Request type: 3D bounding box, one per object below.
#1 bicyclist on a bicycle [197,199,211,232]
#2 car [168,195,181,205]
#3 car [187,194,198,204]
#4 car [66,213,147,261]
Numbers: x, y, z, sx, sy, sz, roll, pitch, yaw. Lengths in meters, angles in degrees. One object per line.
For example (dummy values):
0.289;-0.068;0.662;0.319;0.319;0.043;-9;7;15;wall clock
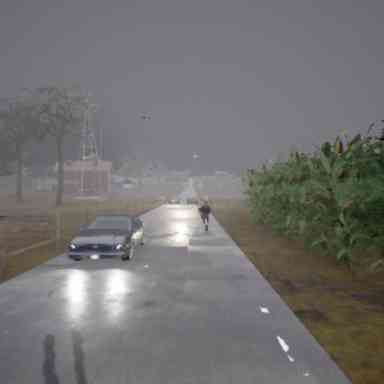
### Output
0.746;1.328;18.157;0.659;1.776;1.843;0;0;0;bicyclist on a bicycle
-2.843;1.291;54.232;2.128;1.511;4.902;0;0;0;car
0.061;1.279;55.861;2.128;1.511;4.902;0;0;0;car
-2.856;1.522;12.433;2.033;1.411;5.357;0;0;0;car
